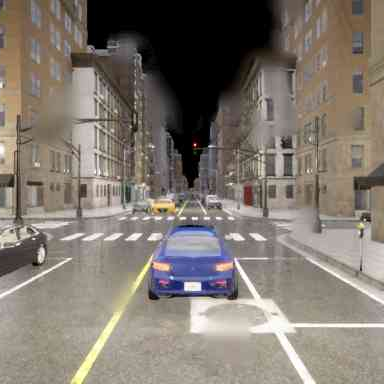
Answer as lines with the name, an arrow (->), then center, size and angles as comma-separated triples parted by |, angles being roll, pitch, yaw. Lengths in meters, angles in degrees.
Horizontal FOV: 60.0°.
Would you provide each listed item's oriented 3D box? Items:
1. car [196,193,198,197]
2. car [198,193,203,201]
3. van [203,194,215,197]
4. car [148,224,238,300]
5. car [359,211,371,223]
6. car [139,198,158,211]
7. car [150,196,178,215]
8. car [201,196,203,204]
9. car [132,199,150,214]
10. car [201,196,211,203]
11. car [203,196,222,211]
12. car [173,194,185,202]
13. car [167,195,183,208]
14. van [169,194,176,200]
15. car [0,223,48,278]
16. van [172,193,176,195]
car -> 2.888, 1.533, 95.133 | 1.887, 1.381, 4.507 | 0, 0, 0
car -> 2.800, 1.307, 62.696 | 2.192, 1.841, 5.009 | 0, 0, 0
van -> 2.756, 1.335, 46.477 | 1.690, 1.788, 3.998 | 0, 0, 0
car -> 0.039, 1.525, 8.247 | 1.812, 1.442, 4.674 | 0, 0, 1
car -> 15.127, 1.636, 23.996 | 5.357, 1.411, 2.033 | 0, 0, 0
car -> -5.294, 1.520, 40.920 | 1.752, 1.417, 4.829 | 0, 0, 0
car -> -2.768, 1.474, 33.890 | 1.882, 1.535, 5.008 | 0, 0, 0
car -> 2.770, 1.575, 51.883 | 1.802, 1.307, 4.206 | 0, 0, 0
car -> -5.301, 1.546, 35.683 | 2.008, 1.369, 4.403 | 0, 0, 0
car -> 2.814, 1.557, 68.102 | 1.947, 1.339, 4.313 | 0, 0, 0
car -> 2.741, 1.545, 41.071 | 2.008, 1.369, 4.403 | 0, 0, 0
car -> -2.626, 1.593, 65.010 | 1.895, 1.301, 4.718 | 0, 0, 1
car -> -2.726, 1.556, 49.079 | 1.994, 1.385, 4.181 | 0, 0, 0
van -> -5.219, 1.330, 89.745 | 1.690, 1.788, 3.998 | 0, 0, 0
car -> -5.365, 1.550, 8.808 | 2.008, 1.369, 4.403 | 0, 0, 0
van -> -5.235, 1.331, 78.933 | 1.690, 1.788, 3.998 | 0, 0, 0
